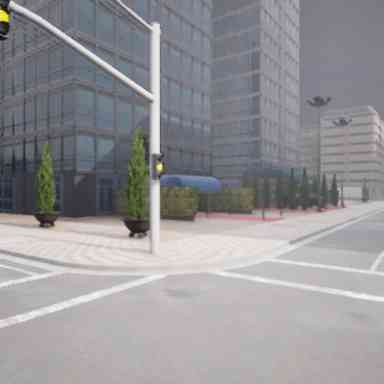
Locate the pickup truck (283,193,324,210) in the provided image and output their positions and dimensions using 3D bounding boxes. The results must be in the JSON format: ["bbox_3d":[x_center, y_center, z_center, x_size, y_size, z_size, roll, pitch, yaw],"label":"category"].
[{"bbox_3d":[13.442,1.052,41.119,6.274,2.098,2.390,0,0,-24],"label":"pickup truck"}]
